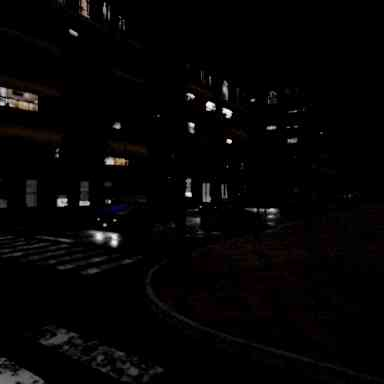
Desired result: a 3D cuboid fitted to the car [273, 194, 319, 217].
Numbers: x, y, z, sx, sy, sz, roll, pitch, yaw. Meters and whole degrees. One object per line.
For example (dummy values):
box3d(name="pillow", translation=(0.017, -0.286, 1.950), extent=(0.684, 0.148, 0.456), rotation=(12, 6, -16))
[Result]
box3d(name="car", translation=(8.417, 1.177, 26.605), extent=(1.887, 1.381, 4.507), rotation=(1, 2, 35))

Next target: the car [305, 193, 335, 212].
box3d(name="car", translation=(11.587, 1.095, 31.184), extent=(2.008, 1.369, 4.403), rotation=(1, 2, 35))

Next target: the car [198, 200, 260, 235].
box3d(name="car", translation=(2.079, 1.373, 17.448), extent=(1.947, 1.339, 4.313), rotation=(1, 2, 35))

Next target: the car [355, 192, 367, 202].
box3d(name="car", translation=(24.362, 0.720, 49.641), extent=(1.752, 1.417, 4.829), rotation=(1, 2, 35))

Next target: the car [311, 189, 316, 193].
box3d(name="car", translation=(20.447, 0.616, 58.710), extent=(1.752, 1.417, 4.829), rotation=(1, 2, 35))

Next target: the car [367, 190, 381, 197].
box3d(name="car", translation=(37.620, 0.305, 69.395), extent=(1.882, 1.535, 5.008), rotation=(0, 1, 35))

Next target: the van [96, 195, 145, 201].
box3d(name="van", translation=(-4.810, 1.125, 22.213), extent=(1.690, 1.788, 3.998), rotation=(1, 2, 35))

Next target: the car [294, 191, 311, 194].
box3d(name="car", translation=(17.374, 0.740, 54.272), extent=(1.947, 1.339, 4.313), rotation=(1, 2, 35))

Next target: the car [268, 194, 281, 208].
box3d(name="car", translation=(8.844, 0.998, 37.387), extent=(1.812, 1.442, 4.674), rotation=(0, 1, 35))

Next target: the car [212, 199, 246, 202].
box3d(name="car", translation=(2.501, 1.248, 28.253), extent=(1.895, 1.301, 4.718), rotation=(0, 1, 34))

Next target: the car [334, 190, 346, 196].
box3d(name="car", translation=(36.390, 0.204, 81.745), extent=(1.887, 1.381, 4.507), rotation=(1, 2, 35))

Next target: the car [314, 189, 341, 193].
box3d(name="car", translation=(18.957, 0.754, 46.414), extent=(1.882, 1.535, 5.008), rotation=(0, 1, 35))

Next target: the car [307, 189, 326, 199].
box3d(name="car", translation=(23.715, 0.317, 63.424), extent=(2.192, 1.841, 5.009), rotation=(1, 2, 35))

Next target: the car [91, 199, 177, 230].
box3d(name="car", translation=(-3.141, 1.352, 20.075), extent=(2.033, 1.411, 5.357), rotation=(0, 1, 36))

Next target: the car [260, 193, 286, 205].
box3d(name="car", translation=(11.035, 0.898, 45.113), extent=(2.008, 1.369, 4.403), rotation=(1, 2, 35))

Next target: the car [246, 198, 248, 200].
box3d(name="car", translation=(7.866, 1.000, 40.534), extent=(1.947, 1.339, 4.313), rotation=(1, 2, 35))

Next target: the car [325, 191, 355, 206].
box3d(name="car", translation=(17.926, 0.921, 40.343), extent=(2.008, 1.369, 4.403), rotation=(1, 2, 35))
